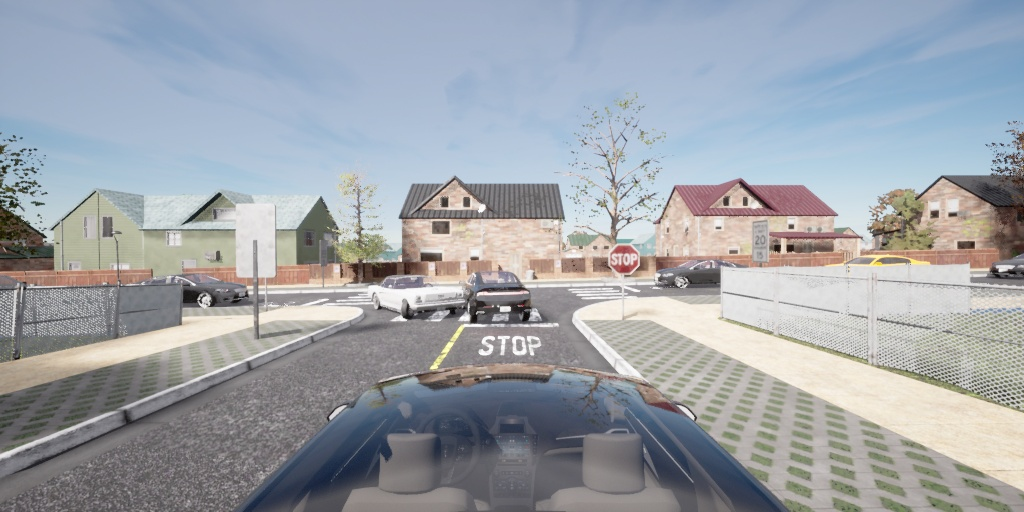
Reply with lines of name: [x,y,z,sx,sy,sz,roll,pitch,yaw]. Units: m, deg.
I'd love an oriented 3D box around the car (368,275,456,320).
car: [-3.603,1.368,13.036,1.895,1.301,4.718,0,0,-38]

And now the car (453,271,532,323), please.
car: [-0.687,1.243,12.177,2.128,1.511,4.902,0,0,-12]

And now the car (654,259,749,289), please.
car: [10.328,0.926,19.587,4.902,1.511,2.128,-1,1,0]

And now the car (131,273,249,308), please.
car: [-14.904,1.567,16.531,4.902,1.511,2.128,-1,1,0]

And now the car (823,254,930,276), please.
car: [19.759,0.690,19.624,5.008,1.535,1.882,-1,1,-1]

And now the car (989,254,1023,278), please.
car: [29.383,0.478,19.662,4.902,1.511,2.128,-1,1,0]

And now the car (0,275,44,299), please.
car: [-24.241,1.648,16.489,4.553,1.767,2.097,-1,1,0]
